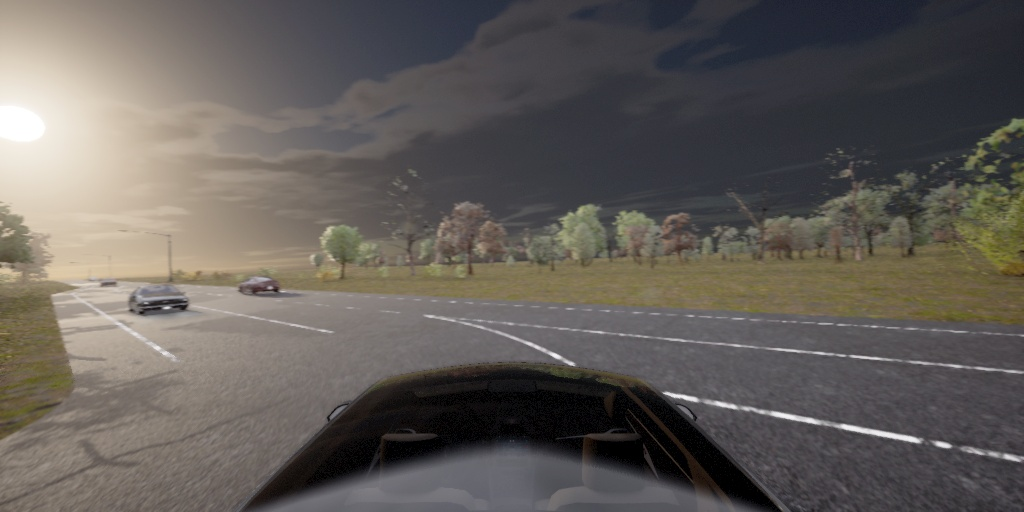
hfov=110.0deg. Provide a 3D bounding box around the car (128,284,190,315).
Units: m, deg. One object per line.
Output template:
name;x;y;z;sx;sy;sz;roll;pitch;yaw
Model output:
car;-19.012;2.248;19.183;5.357;1.411;2.033;-3;-1;38

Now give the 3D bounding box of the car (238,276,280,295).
car;-20.619;2.372;29.241;4.674;1.442;1.812;-3;-1;38
